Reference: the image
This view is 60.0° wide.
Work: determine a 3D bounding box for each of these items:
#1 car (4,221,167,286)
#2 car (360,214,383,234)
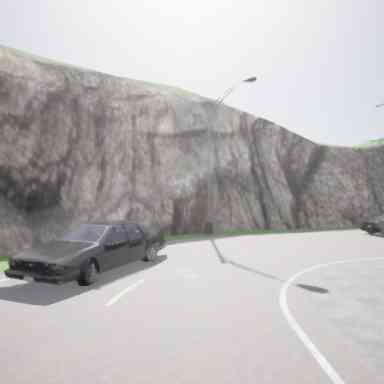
[{"bbox_3d":[-2.651,1.596,9.957,2.033,1.411,5.357,0,0,23],"label":"car"},{"bbox_3d":[11.334,1.647,17.863,4.181,1.385,1.994,0,0,-8],"label":"car"}]
